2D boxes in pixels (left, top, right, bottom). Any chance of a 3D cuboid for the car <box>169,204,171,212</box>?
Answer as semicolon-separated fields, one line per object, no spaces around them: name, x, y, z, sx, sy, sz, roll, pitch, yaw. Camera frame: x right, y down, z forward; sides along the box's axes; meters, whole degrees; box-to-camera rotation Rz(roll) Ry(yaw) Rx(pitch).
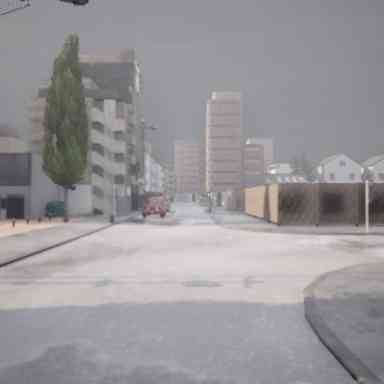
car;-4.046;2.129;47.114;1.837;1.490;4.892;0;-1;0

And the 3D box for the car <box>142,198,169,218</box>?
car;-4.064;1.708;36.680;2.150;2.045;5.566;0;-1;0
